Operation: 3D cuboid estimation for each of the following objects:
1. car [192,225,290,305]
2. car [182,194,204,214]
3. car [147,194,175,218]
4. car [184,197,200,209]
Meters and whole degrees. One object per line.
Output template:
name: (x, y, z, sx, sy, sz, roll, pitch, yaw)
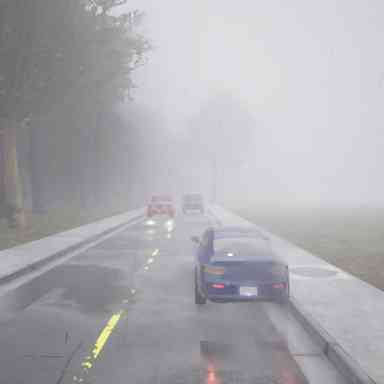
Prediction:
car: (0.973, 1.526, 7.978, 1.812, 1.442, 4.674, 0, 0, 0)
car: (0.116, 1.222, 35.902, 2.150, 2.045, 5.566, 0, 0, 0)
car: (-2.714, 1.222, 30.196, 2.150, 2.045, 5.566, 0, 0, 0)
car: (0.087, 1.493, 46.478, 2.128, 1.511, 4.902, 0, 0, 1)
